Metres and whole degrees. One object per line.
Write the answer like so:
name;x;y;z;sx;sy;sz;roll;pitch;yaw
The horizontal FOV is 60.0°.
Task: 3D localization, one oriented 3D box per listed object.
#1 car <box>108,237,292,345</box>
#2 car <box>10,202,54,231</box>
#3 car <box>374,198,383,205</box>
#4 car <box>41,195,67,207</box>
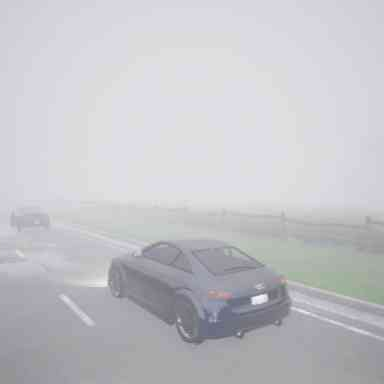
car;-0.126;1.598;6.662;1.994;1.385;4.181;0;0;-35
car;-10.413;1.633;21.342;1.812;1.442;4.674;0;0;-35
car;32.480;1.482;54.286;1.932;1.855;4.605;0;0;-35
car;-22.073;1.480;53.354;3.866;1.878;1.905;0;0;-35
